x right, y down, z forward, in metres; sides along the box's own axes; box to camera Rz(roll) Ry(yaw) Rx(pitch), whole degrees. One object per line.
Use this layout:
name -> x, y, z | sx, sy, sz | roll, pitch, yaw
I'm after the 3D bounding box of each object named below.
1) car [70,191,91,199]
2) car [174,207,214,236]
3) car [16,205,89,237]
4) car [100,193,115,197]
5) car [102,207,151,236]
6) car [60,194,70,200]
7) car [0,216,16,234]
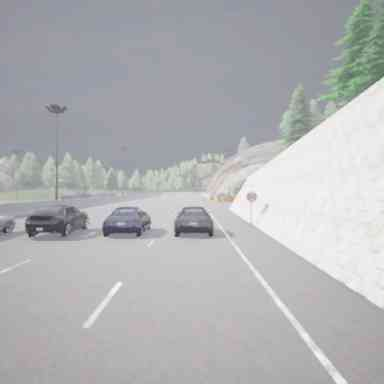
car -> -27.997, 0.881, 83.667 | 2.150, 2.045, 5.566 | 0, 0, 0
car -> 0.100, 1.490, 17.974 | 1.994, 1.385, 4.181 | 0, 0, 0
car -> -6.900, 1.432, 17.477 | 1.837, 1.490, 4.892 | 0, 0, 0
car -> -20.997, 1.209, 83.698 | 1.994, 1.385, 4.181 | 0, 0, 0
car -> -3.400, 1.490, 17.913 | 1.994, 1.385, 4.181 | 0, 0, 0
car -> -31.497, 1.251, 83.668 | 1.895, 1.301, 4.718 | 0, 0, 0
car -> -10.400, 1.535, 15.824 | 1.895, 1.301, 4.718 | 0, 0, 0
